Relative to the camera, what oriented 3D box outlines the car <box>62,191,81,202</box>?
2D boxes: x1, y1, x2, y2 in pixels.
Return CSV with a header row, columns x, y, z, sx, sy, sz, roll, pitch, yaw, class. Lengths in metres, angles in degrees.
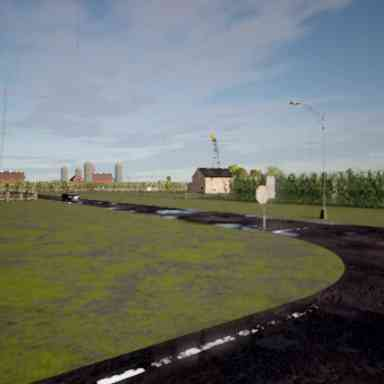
x,y,z,sx,sy,sz,roll,pitch,yaw,class
-18.282,0.649,50.230,2.128,1.511,4.902,-1,2,-36,car
